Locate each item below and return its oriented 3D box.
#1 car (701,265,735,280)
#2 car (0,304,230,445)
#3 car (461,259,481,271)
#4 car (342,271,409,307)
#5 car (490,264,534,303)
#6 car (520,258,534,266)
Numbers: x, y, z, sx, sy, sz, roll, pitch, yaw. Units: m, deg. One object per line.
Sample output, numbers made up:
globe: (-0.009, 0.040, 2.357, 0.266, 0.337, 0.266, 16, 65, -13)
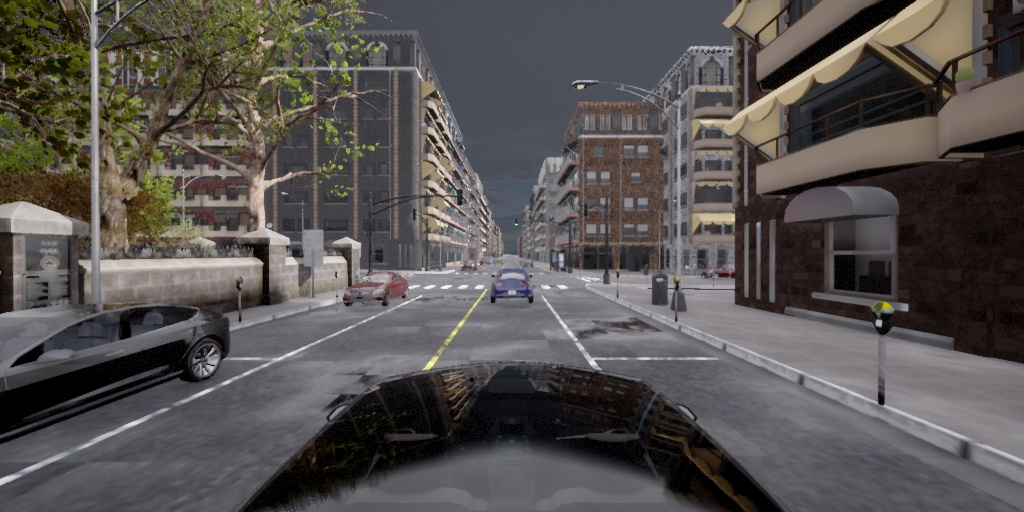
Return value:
car: (21.380, 1.571, 36.340, 4.097, 1.591, 1.967, 0, 0, -1)
car: (-5.689, 1.314, 4.423, 1.948, 1.339, 4.313, 0, 0, 0)
car: (-5.689, 1.189, 47.903, 1.967, 1.591, 4.097, 0, 0, 0)
car: (-5.689, 1.330, 15.493, 1.802, 1.307, 4.207, 0, 0, 0)
car: (0.000, 1.282, 16.500, 1.812, 1.442, 4.674, 0, 0, 0)
car: (2.691, 1.300, 59.175, 2.007, 1.370, 4.403, 0, 0, 0)
